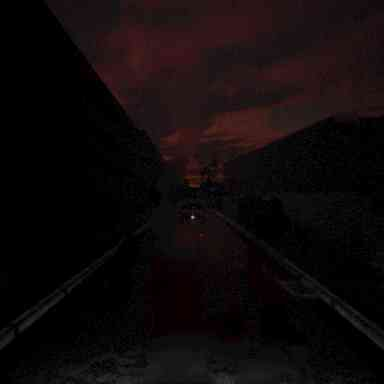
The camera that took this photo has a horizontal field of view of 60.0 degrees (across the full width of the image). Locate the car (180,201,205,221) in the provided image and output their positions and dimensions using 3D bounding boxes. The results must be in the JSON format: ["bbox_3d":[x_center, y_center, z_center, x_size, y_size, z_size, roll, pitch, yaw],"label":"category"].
[{"bbox_3d":[0.067,1.592,26.601,1.895,1.301,4.718,0,-1,0],"label":"car"}]

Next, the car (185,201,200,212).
[{"bbox_3d":[0.078,1.853,43.538,1.812,1.442,4.674,0,-2,0],"label":"car"}]
